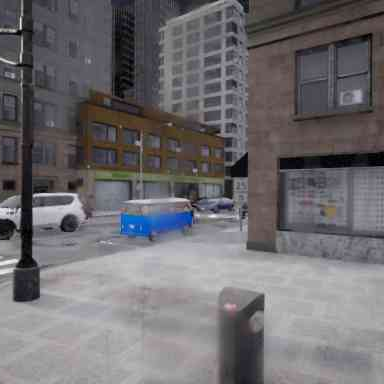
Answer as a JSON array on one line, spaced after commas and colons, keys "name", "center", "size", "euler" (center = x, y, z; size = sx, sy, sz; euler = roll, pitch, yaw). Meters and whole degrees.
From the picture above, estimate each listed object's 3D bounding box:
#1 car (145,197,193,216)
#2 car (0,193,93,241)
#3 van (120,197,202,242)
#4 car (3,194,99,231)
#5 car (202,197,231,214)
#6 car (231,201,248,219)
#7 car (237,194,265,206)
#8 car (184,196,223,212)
[{"name": "car", "center": [-1.952, 1.215, 29.549], "size": [1.887, 1.381, 4.507], "euler": [1, 1, 35]}, {"name": "car", "center": [-7.989, 1.084, 16.398], "size": [2.150, 2.045, 5.566], "euler": [0, 1, 35]}, {"name": "van", "center": [-1.463, 1.208, 15.465], "size": [1.690, 1.788, 3.998], "euler": [1, 1, 35]}, {"name": "car", "center": [-8.425, 1.123, 20.384], "size": [2.192, 1.841, 5.009], "euler": [1, 1, 35]}, {"name": "car", "center": [2.309, 1.169, 30.978], "size": [1.812, 1.442, 4.674], "euler": [0, 1, 35]}, {"name": "car", "center": [5.010, 1.280, 24.629], "size": [2.008, 1.369, 4.403], "euler": [1, 1, 35]}, {"name": "car", "center": [7.759, 1.027, 43.292], "size": [1.947, 1.339, 4.313], "euler": [1, 2, 35]}, {"name": "car", "center": [1.285, 1.166, 34.131], "size": [1.947, 1.339, 4.313], "euler": [1, 2, 35]}]
